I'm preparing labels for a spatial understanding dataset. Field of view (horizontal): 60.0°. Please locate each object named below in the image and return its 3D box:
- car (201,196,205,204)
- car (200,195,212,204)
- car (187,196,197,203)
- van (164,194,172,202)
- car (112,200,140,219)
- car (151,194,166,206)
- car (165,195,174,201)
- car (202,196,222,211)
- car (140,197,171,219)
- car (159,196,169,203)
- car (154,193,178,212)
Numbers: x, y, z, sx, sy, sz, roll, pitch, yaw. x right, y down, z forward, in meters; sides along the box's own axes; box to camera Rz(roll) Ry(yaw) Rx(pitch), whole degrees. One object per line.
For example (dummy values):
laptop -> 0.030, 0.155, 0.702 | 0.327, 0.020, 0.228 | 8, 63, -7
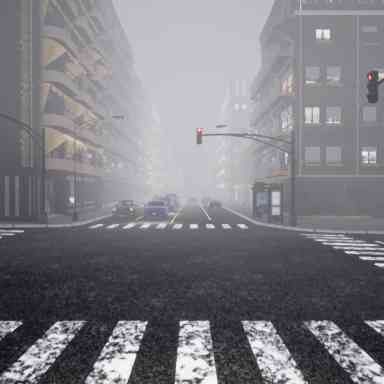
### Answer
car -> 2.656, 1.540, 46.118 | 1.887, 1.381, 4.507 | 0, 0, 0
car -> 2.644, 1.435, 63.035 | 1.967, 1.590, 4.097 | 0, 0, 0
car -> 0.051, 1.558, 69.704 | 1.994, 1.385, 4.181 | 0, 0, 0
van -> -5.748, 1.334, 79.951 | 1.690, 1.788, 3.998 | 0, 0, 0
car -> -5.713, 1.437, 29.202 | 1.967, 1.590, 4.097 | 0, 0, 0
car -> -5.733, 1.310, 57.395 | 2.192, 1.841, 5.009 | 0, 0, 0
car -> -5.751, 1.543, 85.590 | 2.008, 1.369, 4.403 | 0, 0, 0
car -> 2.660, 1.547, 40.480 | 2.008, 1.369, 4.403 | 0, 0, 0
car -> -3.108, 1.474, 29.285 | 1.882, 1.535, 5.008 | 0, 0, -1
car -> -5.740, 1.520, 68.503 | 1.752, 1.417, 4.829 | 0, 0, 0
car -> -3.114, 1.348, 38.913 | 2.097, 1.767, 4.553 | 0, 0, 0
